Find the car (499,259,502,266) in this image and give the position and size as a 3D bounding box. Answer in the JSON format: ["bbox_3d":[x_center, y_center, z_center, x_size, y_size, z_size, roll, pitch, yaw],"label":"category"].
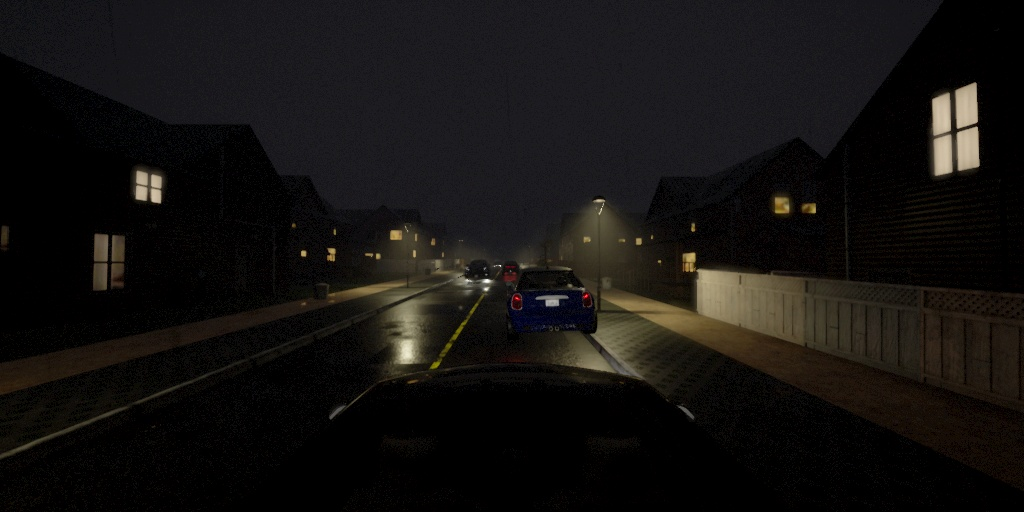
[{"bbox_3d":[-0.139,1.292,38.821,1.837,1.490,4.892,0,0,0],"label":"car"}]

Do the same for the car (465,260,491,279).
[{"bbox_3d":[-3.027,1.129,32.511,2.097,1.767,4.553,0,0,0],"label":"car"}]

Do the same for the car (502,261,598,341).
[{"bbox_3d":[0.884,1.074,10.093,2.097,1.767,4.553,-2,0,0],"label":"car"}]
